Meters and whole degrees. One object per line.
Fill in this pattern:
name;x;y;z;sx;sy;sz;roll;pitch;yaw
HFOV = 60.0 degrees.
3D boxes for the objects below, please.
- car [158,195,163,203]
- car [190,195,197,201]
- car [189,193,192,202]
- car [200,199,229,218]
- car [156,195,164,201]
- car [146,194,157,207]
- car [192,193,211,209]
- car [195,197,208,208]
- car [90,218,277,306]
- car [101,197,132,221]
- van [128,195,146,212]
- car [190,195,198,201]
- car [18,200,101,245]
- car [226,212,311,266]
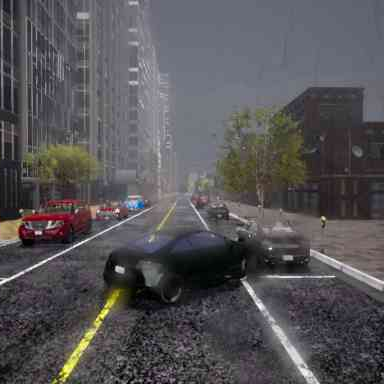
car;-7.443;1.522;66.300;1.887;1.381;4.507;-1;0;-2
car;0.343;1.551;88.643;1.802;1.307;4.206;-1;0;-2
car;0.783;1.291;72.046;2.192;1.841;5.009;-1;0;-2
car;2.002;1.543;27.051;2.008;1.369;4.403;-1;0;-2
car;-7.883;1.497;82.729;1.752;1.417;4.829;-1;0;-2
car;-7.002;1.299;49.701;2.192;1.841;5.009;-1;0;-2
car;1.523;1.301;44.383;2.192;1.841;5.009;-1;0;-2
car;1.374;1.509;50.086;1.752;1.417;4.829;-1;0;-2
car;-0.014;1.558;8.165;4.181;1.385;1.994;0;0;-43
car;-6.401;1.432;26.843;1.967;1.590;4.097;-1;0;-2
van;-6.706;1.329;38.636;1.690;1.788;3.998;-1;0;-2
car;0.491;1.537;83.111;1.947;1.339;4.313;-1;0;-2
car;-6.197;1.310;15.775;2.192;1.841;5.009;-1;0;-2
car;2.544;1.548;11.192;2.008;1.369;4.403;-1;0;-2
